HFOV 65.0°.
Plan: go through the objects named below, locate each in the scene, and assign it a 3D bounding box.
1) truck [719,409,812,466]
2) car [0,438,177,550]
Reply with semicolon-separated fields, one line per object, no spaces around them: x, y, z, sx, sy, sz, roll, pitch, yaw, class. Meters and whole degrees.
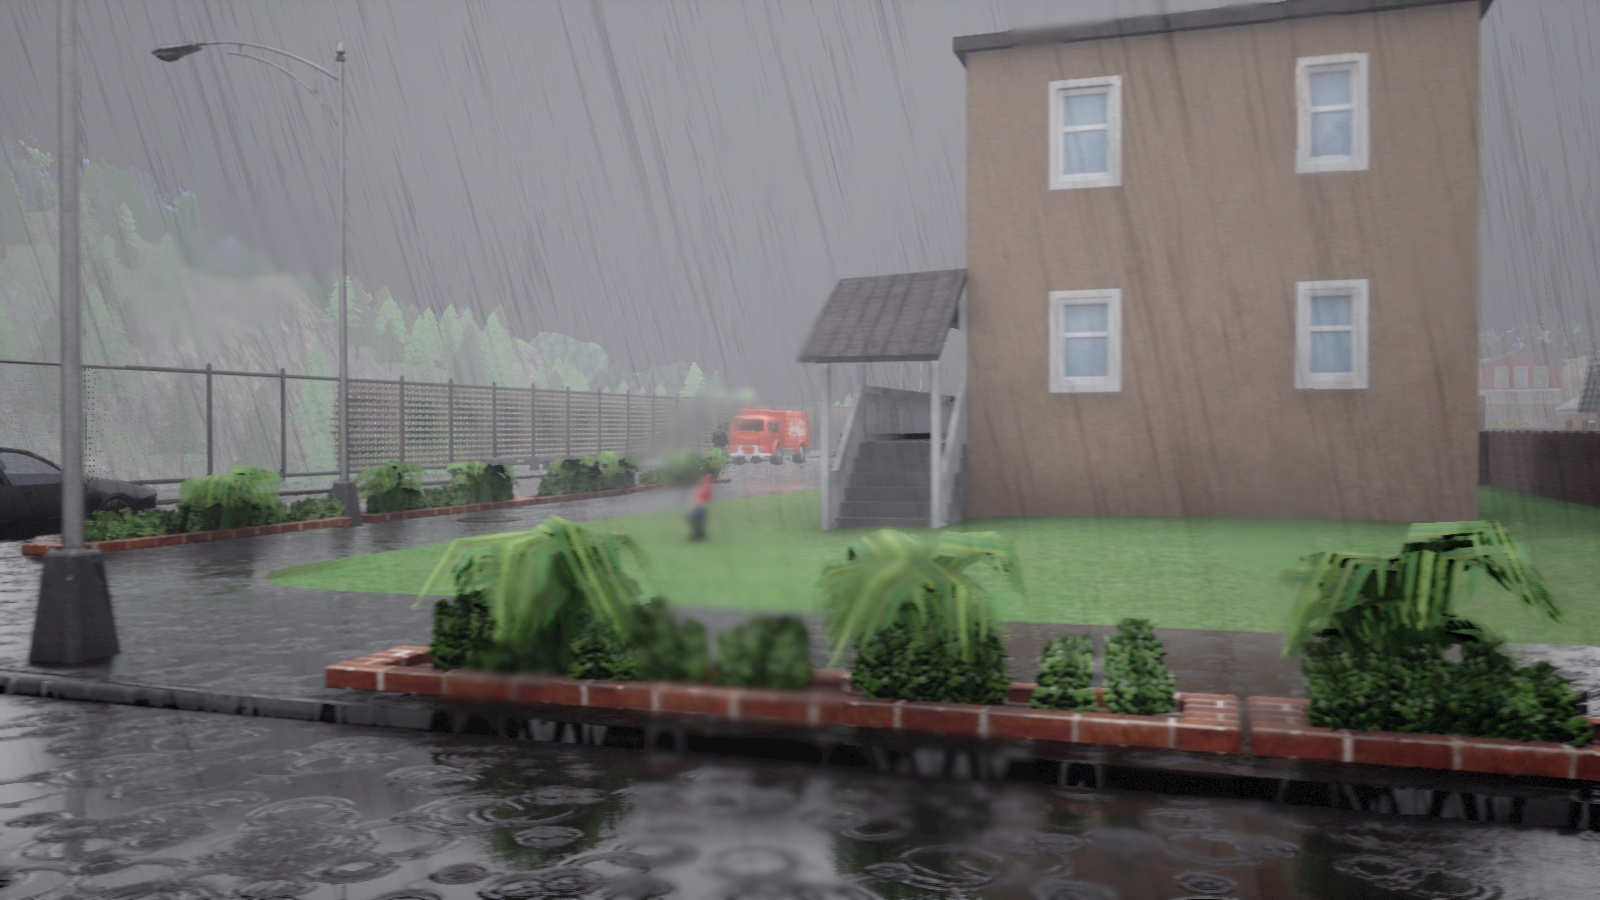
-1.496;-0.590;57.743;2.627;2.467;5.204;1;1;19;truck
-11.108;0.565;16.713;2.033;1.411;5.357;0;1;14;car
